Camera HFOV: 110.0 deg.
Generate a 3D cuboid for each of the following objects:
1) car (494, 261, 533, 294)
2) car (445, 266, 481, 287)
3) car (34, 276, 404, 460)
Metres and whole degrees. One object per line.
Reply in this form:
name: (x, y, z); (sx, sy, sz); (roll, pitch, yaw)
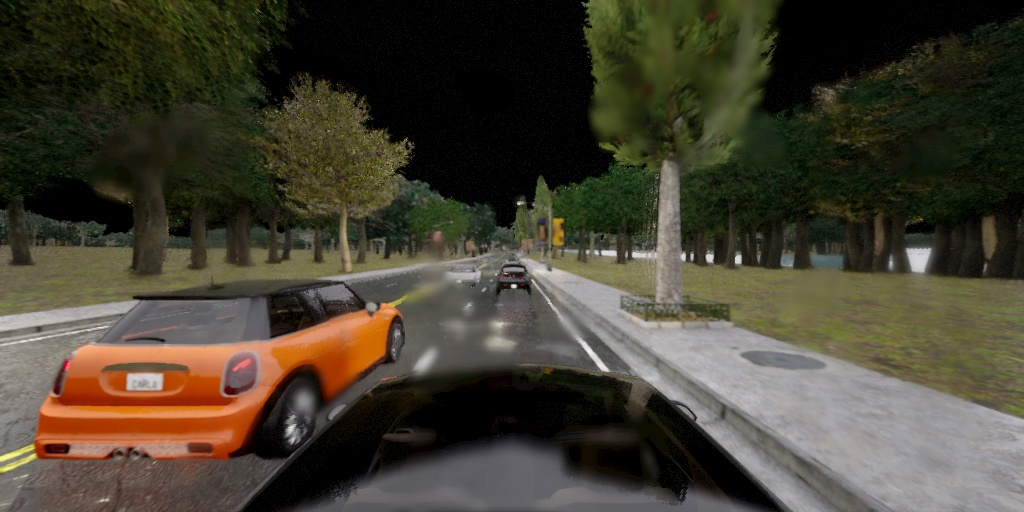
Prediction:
car: (0.094, 1.226, 19.877); (1.837, 1.490, 4.892); (0, 0, 0)
car: (-3.156, 1.311, 24.122); (1.895, 1.301, 4.718); (0, 0, 0)
car: (-3.151, 1.097, 5.205); (2.097, 1.767, 4.553); (0, 0, 0)
